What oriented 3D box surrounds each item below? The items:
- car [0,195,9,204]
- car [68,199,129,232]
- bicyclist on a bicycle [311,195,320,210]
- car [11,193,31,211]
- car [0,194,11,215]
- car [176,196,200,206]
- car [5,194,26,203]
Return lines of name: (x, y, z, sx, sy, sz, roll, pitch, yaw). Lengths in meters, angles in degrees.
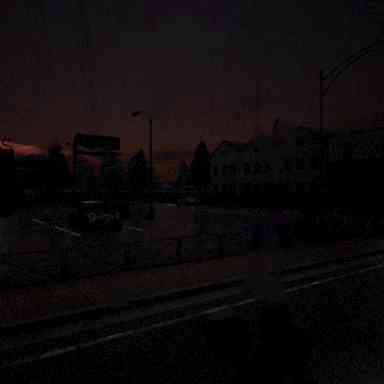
car: (-39.148, 1.504, 66.141, 4.611, 1.667, 2.242, 0, 0, -36)
car: (-5.276, 1.254, 17.917, 1.970, 1.475, 3.806, 0, 0, -36)
bicyclist on a bicycle: (13.706, 1.157, 36.856, 1.656, 1.620, 0.582, 0, 0, -35)
car: (-19.789, 1.099, 38.185, 1.905, 1.878, 3.866, 0, 0, -36)
car: (-17.877, 1.116, 29.875, 1.932, 1.855, 4.605, 0, 0, -36)
car: (-0.597, 1.379, 50.240, 1.812, 1.442, 4.674, 0, 0, -35)
car: (-38.920, 1.342, 73.270, 3.866, 1.878, 1.905, 0, 0, -36)
